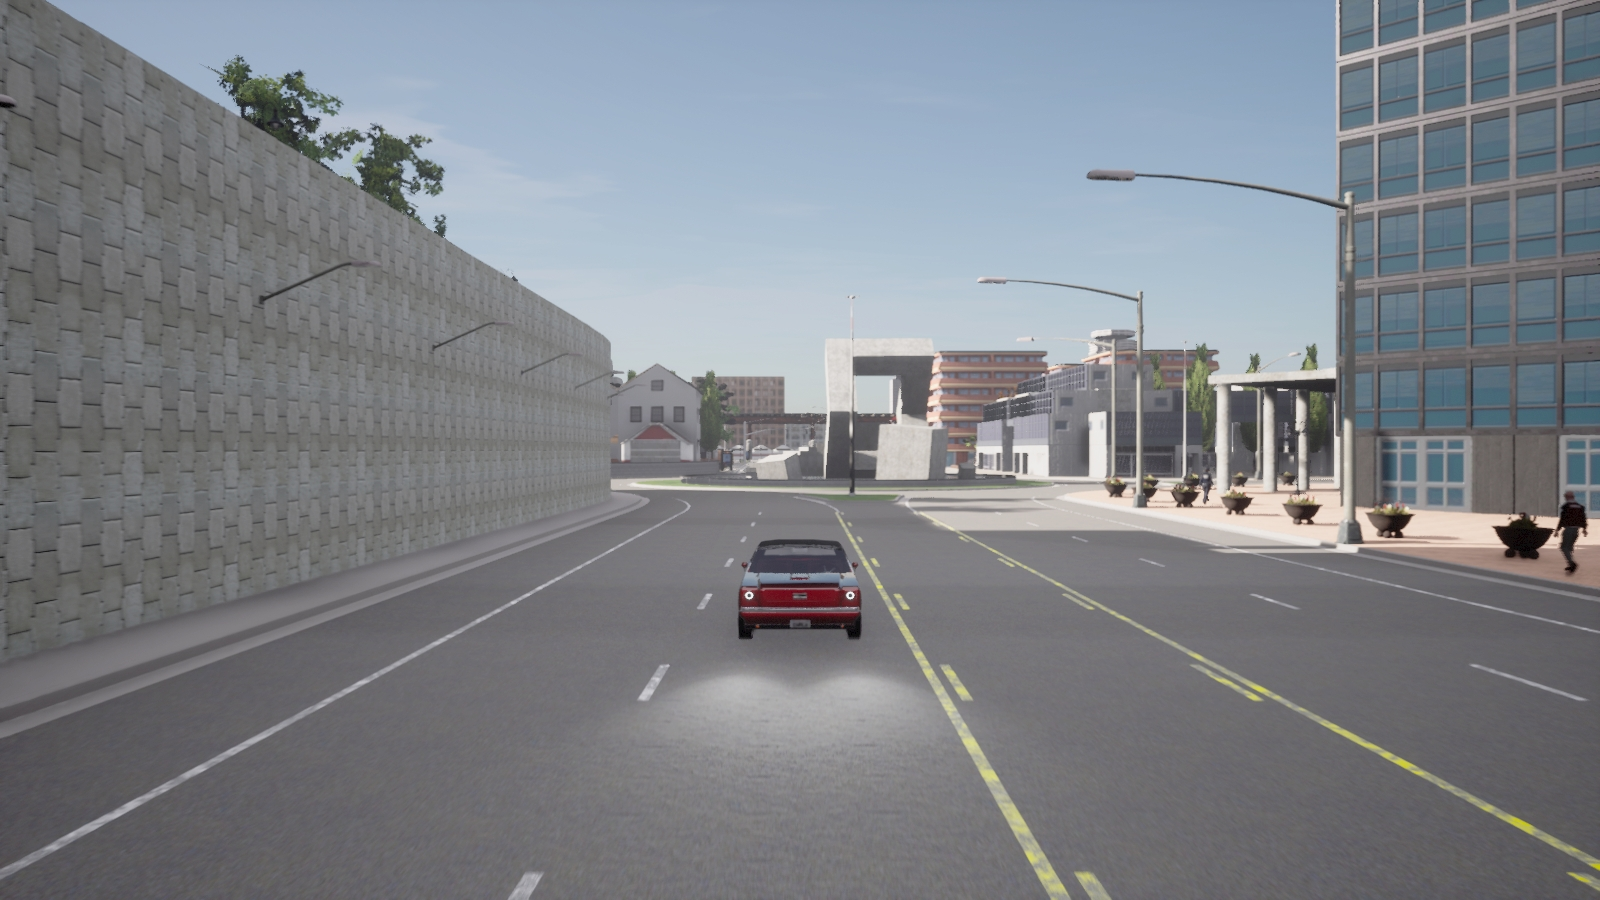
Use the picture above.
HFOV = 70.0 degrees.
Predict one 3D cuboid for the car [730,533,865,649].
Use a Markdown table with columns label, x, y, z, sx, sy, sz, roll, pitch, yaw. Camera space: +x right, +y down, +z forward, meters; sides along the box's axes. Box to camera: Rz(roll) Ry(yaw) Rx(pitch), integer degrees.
| label | x | y | z | sx | sy | sz | roll | pitch | yaw |
| --- | --- | --- | --- | --- | --- | --- | --- | --- | --- |
| car | -0.035 | 2.155 | 18.461 | 1.895 | 1.301 | 4.718 | 0 | 0 | 0 |

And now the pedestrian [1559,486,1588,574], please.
| label | x | y | z | sx | sy | sz | roll | pitch | yaw |
| --- | --- | --- | --- | --- | --- | --- | --- | --- | --- |
| pedestrian | 16.543 | 1.698 | 24.440 | 0.375 | 1.860 | 0.375 | 0 | 0 | 0 |

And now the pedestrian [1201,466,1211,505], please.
| label | x | y | z | sx | sy | sz | roll | pitch | yaw |
| --- | --- | --- | --- | --- | --- | --- | --- | --- | --- |
| pedestrian | 19.712 | 1.703 | 55.448 | 0.375 | 1.860 | 0.375 | 0 | 0 | 36 |
